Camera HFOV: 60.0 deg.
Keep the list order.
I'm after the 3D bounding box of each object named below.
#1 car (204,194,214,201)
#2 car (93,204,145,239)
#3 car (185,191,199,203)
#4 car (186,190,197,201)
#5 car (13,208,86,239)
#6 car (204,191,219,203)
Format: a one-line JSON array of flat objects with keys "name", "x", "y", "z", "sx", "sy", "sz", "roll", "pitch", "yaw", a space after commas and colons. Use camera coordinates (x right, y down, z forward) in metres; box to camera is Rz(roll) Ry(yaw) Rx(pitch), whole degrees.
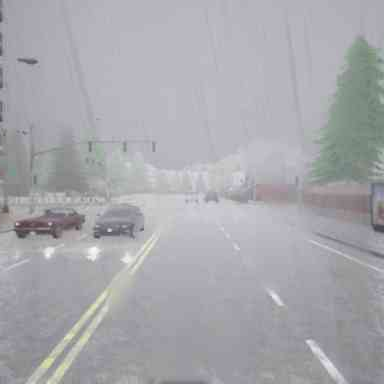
[{"name": "car", "x": 3.455, "y": 1.069, "z": 68.879, "sx": 1.994, "sy": 1.385, "sz": 4.181, "roll": 0, "pitch": 0, "yaw": 0}, {"name": "car", "x": -3.518, "y": 1.405, "z": 16.704, "sx": 1.837, "sy": 1.490, "sz": 4.892, "roll": 0, "pitch": 0, "yaw": 0}, {"name": "car", "x": -0.034, "y": 0.855, "z": 58.489, "sx": 2.150, "sy": 2.045, "sz": 5.566, "roll": 0, "pitch": 0, "yaw": 0}, {"name": "car", "x": -0.045, "y": 0.711, "z": 68.905, "sx": 2.150, "sy": 2.045, "sz": 5.566, "roll": 0, "pitch": 0, "yaw": 0}, {"name": "car", "x": -7.015, "y": 1.494, "z": 16.881, "sx": 1.895, "sy": 1.301, "sz": 4.718, "roll": 0, "pitch": 0, "yaw": 0}, {"name": "car", "x": 3.462, "y": 0.855, "z": 58.519, "sx": 2.150, "sy": 2.045, "sz": 5.566, "roll": 0, "pitch": 0, "yaw": 0}]
